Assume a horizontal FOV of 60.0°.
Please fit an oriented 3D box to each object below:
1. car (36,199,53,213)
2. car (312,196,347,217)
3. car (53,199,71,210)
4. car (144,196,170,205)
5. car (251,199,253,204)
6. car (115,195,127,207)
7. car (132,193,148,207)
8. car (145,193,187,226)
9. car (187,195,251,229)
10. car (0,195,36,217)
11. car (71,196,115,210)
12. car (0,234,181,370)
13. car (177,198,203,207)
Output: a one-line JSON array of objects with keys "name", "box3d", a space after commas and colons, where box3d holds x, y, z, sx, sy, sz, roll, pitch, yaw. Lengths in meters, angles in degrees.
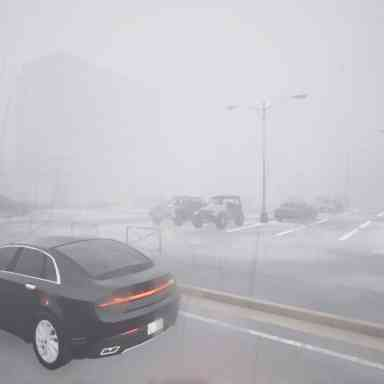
[{"name": "car", "box3d": [-17.489, 1.601, 34.753, 1.895, 1.301, 4.718, 0, 0, 34]}, {"name": "car", "box3d": [13.761, 1.395, 33.160, 1.970, 1.475, 3.806, 0, 0, 34]}, {"name": "car", "box3d": [-17.161, 1.547, 41.507, 2.033, 1.411, 5.357, 0, 0, 34]}, {"name": "car", "box3d": [-6.044, 1.526, 57.934, 1.812, 1.442, 4.674, 0, 0, 35]}, {"name": "car", "box3d": [9.855, 1.505, 62.469, 1.837, 1.490, 4.892, 0, 0, 34]}, {"name": "car", "box3d": [-11.824, 1.352, 49.424, 2.097, 1.767, 4.553, 0, 0, 34]}, {"name": "car", "box3d": [-6.600, 1.221, 50.875, 2.150, 2.045, 5.566, 0, 0, 34]}, {"name": "car", "box3d": [-0.650, 1.153, 21.896, 1.932, 1.855, 4.605, 0, 0, 34]}, {"name": "car", "box3d": [1.714, 1.156, 20.226, 1.905, 1.878, 3.866, 0, 0, 34]}, {"name": "car", "box3d": [-16.965, 1.221, 28.798, 2.150, 2.045, 5.566, 0, 0, 34]}, {"name": "car", "box3d": [-12.487, 1.526, 42.164, 1.812, 1.442, 4.674, 0, 0, 34]}, {"name": "car", "box3d": [-2.448, 1.505, 5.747, 4.892, 1.490, 1.837, 0, 0, 36]}, {"name": "car", "box3d": [-0.269, 1.601, 53.699, 1.895, 1.301, 4.718, 0, 0, 34]}]
